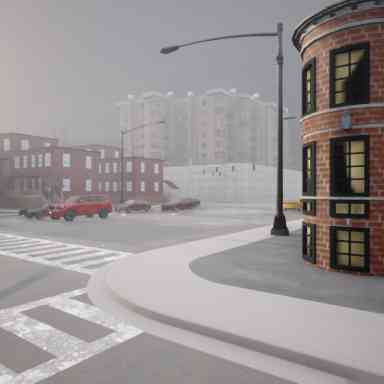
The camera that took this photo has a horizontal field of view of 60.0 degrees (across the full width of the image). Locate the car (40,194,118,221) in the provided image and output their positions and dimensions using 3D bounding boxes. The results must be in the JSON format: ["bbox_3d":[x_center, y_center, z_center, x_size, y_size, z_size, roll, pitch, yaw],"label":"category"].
[{"bbox_3d":[-9.166,1.221,27.549,2.150,2.045,5.566,0,0,36],"label":"car"}]

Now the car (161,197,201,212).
[{"bbox_3d":[-1.506,1.478,38.258,1.882,1.535,5.008,0,0,36],"label":"car"}]

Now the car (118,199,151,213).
[{"bbox_3d":[-6.518,1.526,37.253,1.812,1.442,4.674,0,0,35],"label":"car"}]

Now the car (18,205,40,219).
[{"bbox_3d":[-12.247,1.547,29.260,2.033,1.411,5.357,0,0,36],"label":"car"}]

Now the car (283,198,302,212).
[{"bbox_3d":[12.410,1.478,39.359,1.882,1.535,5.008,0,0,36],"label":"car"}]

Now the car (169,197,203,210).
[{"bbox_3d":[-0.741,1.491,45.315,2.128,1.511,4.902,0,0,36],"label":"car"}]
